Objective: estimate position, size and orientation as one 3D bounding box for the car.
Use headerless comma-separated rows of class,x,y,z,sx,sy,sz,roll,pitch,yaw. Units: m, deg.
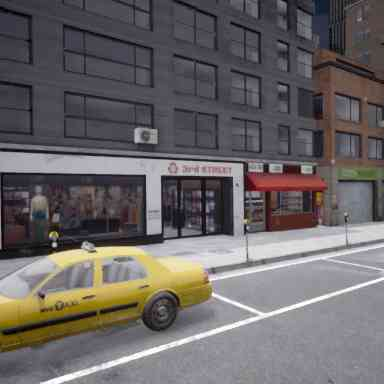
car,-1.912,1.525,5.295,4.829,1.417,1.752,0,-1,-35
